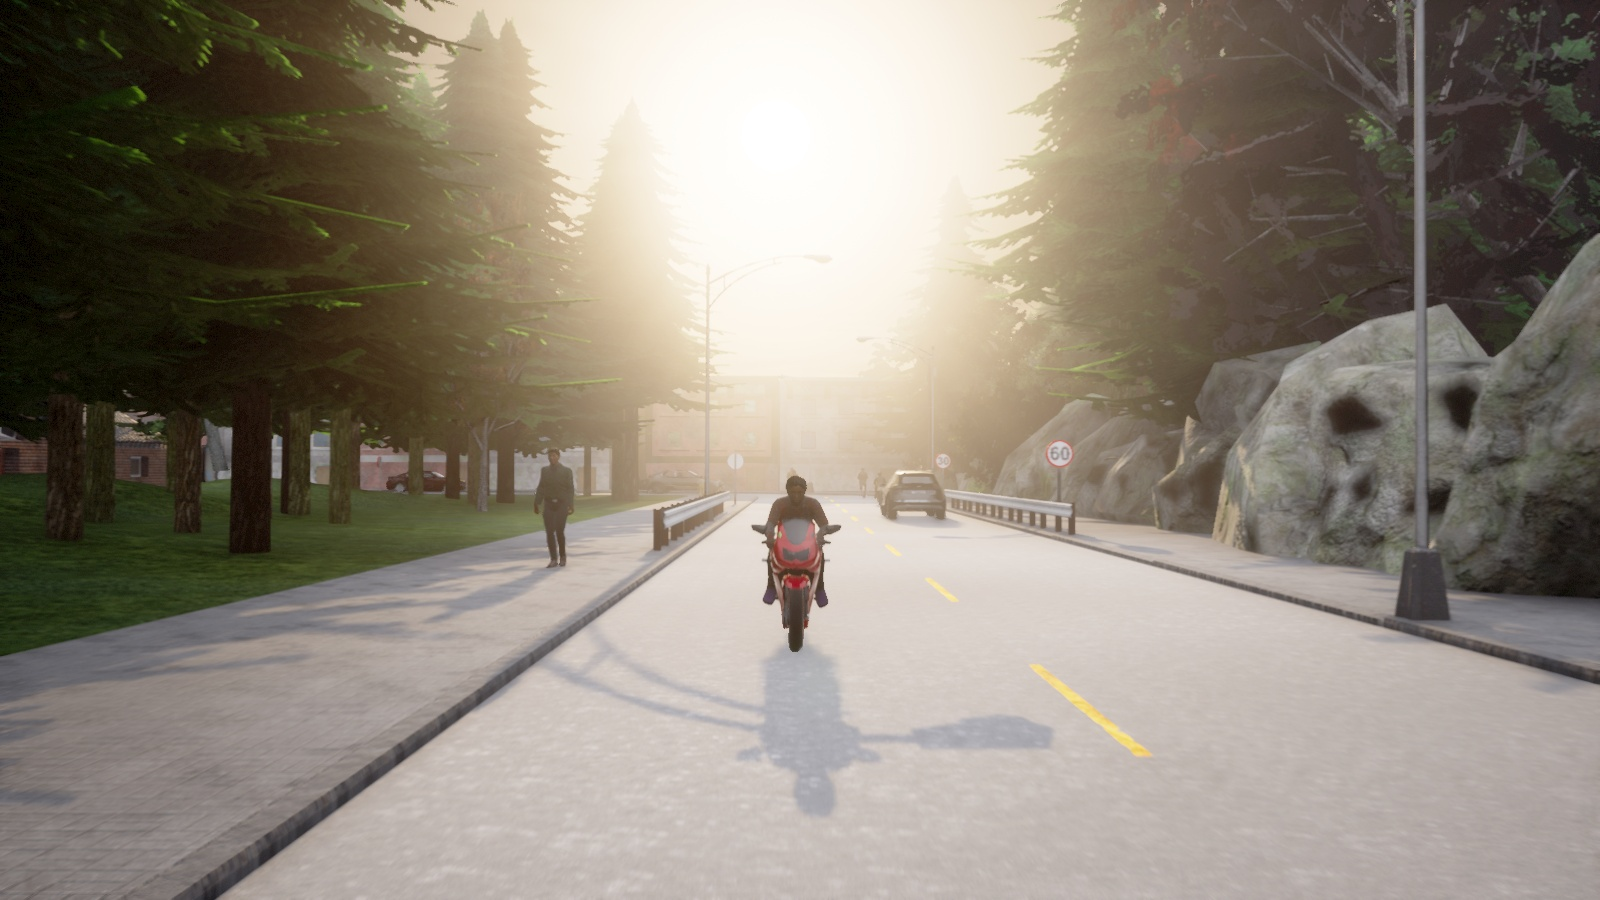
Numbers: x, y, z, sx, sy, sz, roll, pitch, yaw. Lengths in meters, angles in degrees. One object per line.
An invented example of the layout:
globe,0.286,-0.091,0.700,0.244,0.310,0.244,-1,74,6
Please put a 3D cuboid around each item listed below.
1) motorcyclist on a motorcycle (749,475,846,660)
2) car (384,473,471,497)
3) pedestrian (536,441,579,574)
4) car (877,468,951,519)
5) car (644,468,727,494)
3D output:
motorcyclist on a motorcycle,-0.027,0.988,11.419,0.797,1.523,2.044,0,-1,0
car,-23.796,2.234,80.426,5.008,1.535,1.882,0,-1,0
pedestrian,-3.630,0.854,18.814,0.423,1.949,0.788,0,-1,6
car,3.834,1.449,43.010,2.033,1.649,4.856,0,-1,0
car,-7.310,1.967,80.293,5.027,1.651,2.152,0,-1,4
